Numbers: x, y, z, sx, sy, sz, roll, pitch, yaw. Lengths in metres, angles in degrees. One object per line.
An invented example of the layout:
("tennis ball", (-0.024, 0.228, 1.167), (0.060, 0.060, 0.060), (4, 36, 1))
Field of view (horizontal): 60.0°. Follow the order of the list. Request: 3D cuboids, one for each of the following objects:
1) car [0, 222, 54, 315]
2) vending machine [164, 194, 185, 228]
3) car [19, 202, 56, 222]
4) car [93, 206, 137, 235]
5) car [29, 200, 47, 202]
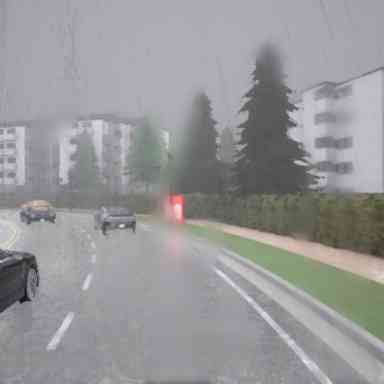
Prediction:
("car", (-4.046, 1.526, 5.342), (2.128, 1.511, 4.902), (0, 0, -7))
("vending machine", (-1.128, 1.213, 21.688), (1.100, 2.100, 0.880), (0, 0, -25))
("car", (-11.887, 1.706, 25.442), (1.895, 1.301, 4.718), (0, 0, -35))
("car", (-4.565, 1.536, 19.332), (2.128, 1.511, 4.902), (0, 0, -23))
("car", (-16.824, 1.627, 35.991), (5.008, 1.535, 1.882), (0, 0, 43))
